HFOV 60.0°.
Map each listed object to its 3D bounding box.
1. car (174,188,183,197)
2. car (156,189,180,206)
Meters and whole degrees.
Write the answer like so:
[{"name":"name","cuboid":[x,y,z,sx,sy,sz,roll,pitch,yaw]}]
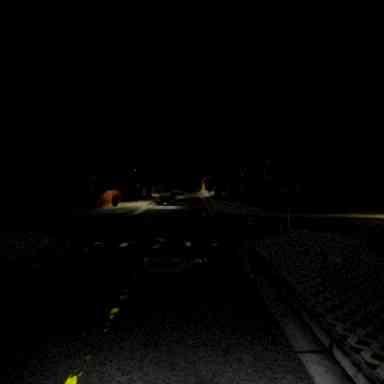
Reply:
[{"name":"car","cuboid":[-2.627,-0.018,60.824,1.882,1.535,5.008,0,1,0]},{"name":"car","cuboid":[-2.679,0.690,35.813,2.033,1.411,5.357,0,1,0]}]
